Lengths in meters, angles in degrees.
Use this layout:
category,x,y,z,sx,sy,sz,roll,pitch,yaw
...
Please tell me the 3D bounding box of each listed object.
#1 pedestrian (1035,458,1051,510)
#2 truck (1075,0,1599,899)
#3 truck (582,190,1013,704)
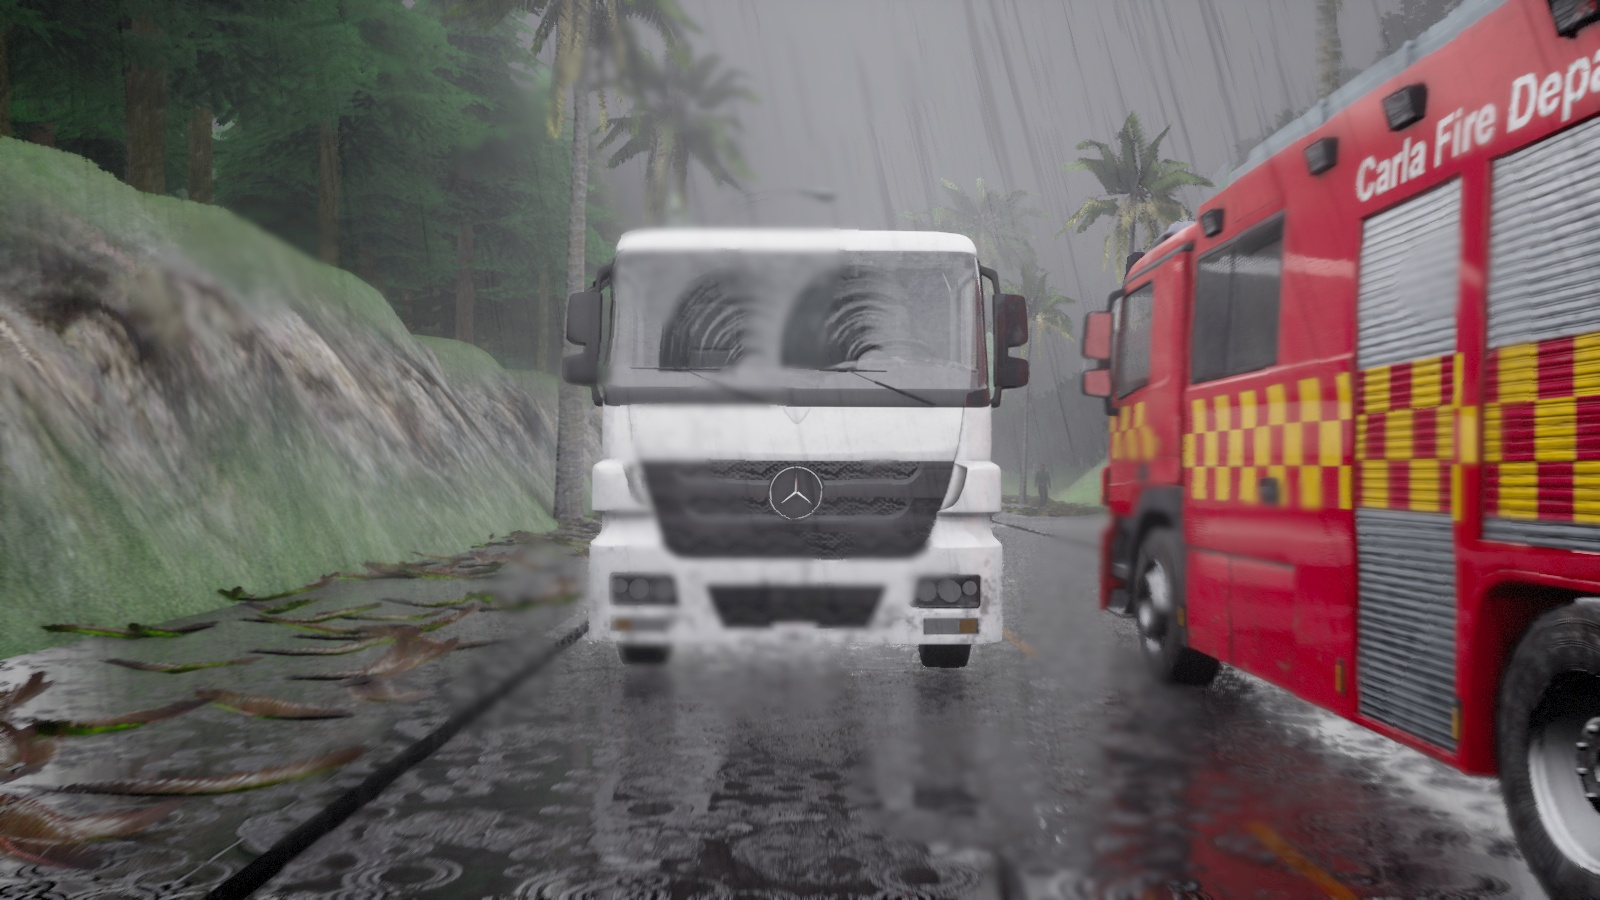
category,x,y,z,sx,sy,sz,roll,pitch,yaw
pedestrian,9.205,1.276,47.538,0.423,1.949,0.788,0,-1,0
truck,3.981,-0.245,7.218,2.891,3.827,8.468,0,-1,0
truck,-0.031,0.041,12.444,2.891,3.462,7.936,0,-1,0
